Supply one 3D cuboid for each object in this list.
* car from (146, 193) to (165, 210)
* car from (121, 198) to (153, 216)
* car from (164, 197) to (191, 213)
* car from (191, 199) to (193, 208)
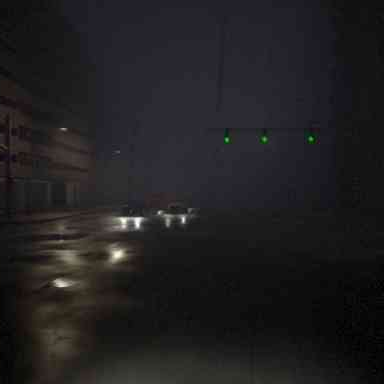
[{"bbox_3d":[-4.592,1.142,42.716,2.150,2.045,5.566,0,1,4],"label":"car"},{"bbox_3d":[-5.238,1.509,31.128,1.994,1.385,4.181,0,0,3],"label":"car"},{"bbox_3d":[-1.470,1.415,35.624,1.882,1.535,5.008,0,0,3],"label":"car"},{"bbox_3d":[-0.823,1.465,46.824,2.033,1.411,5.357,0,0,4],"label":"car"}]
